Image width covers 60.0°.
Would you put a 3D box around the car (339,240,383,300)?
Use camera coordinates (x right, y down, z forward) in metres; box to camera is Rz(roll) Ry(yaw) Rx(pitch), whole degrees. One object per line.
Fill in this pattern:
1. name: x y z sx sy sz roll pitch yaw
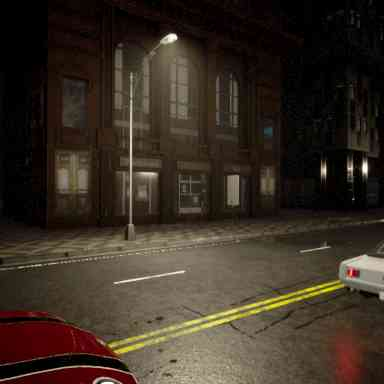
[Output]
1. car: 5.334 1.597 7.240 4.718 1.301 1.895 0 0 -35

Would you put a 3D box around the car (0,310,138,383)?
1. car: -2.451 1.352 1.691 4.553 1.767 2.097 0 0 -36
